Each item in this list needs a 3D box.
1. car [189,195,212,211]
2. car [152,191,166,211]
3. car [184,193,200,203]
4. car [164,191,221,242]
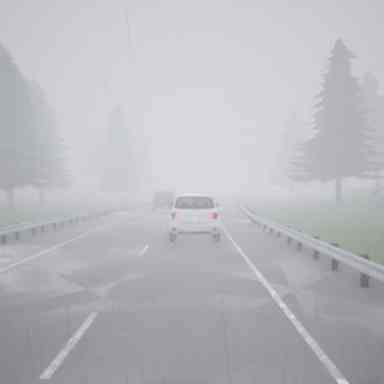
[{"bbox_3d":[0.963,1.156,35.832,2.128,1.511,4.902,0,1,5],"label":"car"},{"bbox_3d":[-2.654,0.901,34.584,2.150,2.045,5.566,0,1,5],"label":"car"},{"bbox_3d":[0.061,0.940,57.524,1.882,1.535,5.008,0,1,9],"label":"car"},{"bbox_3d":[0.129,1.074,15.704,2.150,2.045,5.566,0,1,1],"label":"car"}]
